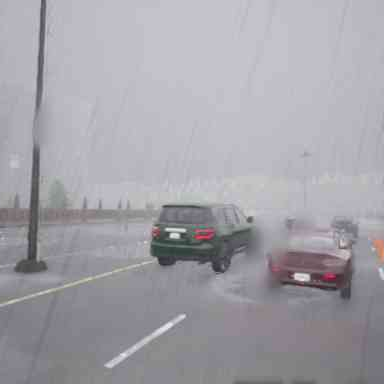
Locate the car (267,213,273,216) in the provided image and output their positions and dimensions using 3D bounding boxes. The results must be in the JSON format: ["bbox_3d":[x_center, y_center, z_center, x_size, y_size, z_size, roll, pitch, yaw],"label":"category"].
[{"bbox_3d":[10.407,3.631,46.761,1.994,1.385,4.181,0,-3,27],"label":"car"}]

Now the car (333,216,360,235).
[{"bbox_3d":[11.669,2.588,25.492,1.837,1.490,4.892,0,-3,27],"label":"car"}]

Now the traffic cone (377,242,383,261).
[{"bbox_3d":[7.369,2.330,12.718,0.340,0.580,0.340,0,-3,27],"label":"traffic cone"}]

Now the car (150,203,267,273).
[{"bbox_3d":[0.732,1.407,11.581,2.150,2.045,5.566,0,-2,27],"label":"car"}]

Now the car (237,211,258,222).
[{"bbox_3d":[8.536,3.694,50.821,1.882,1.535,5.008,0,-3,27],"label":"car"}]

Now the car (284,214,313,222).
[{"bbox_3d":[9.122,2.631,28.210,1.882,1.535,5.008,0,-3,27],"label":"car"}]

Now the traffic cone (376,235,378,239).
[{"bbox_3d":[9.168,2.542,16.284,0.340,0.580,0.340,0,-3,27],"label":"traffic cone"}]

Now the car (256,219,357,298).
[{"bbox_3d":[3.302,1.665,8.904,1.812,1.442,4.674,0,-2,27],"label":"car"}]

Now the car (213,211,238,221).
[{"bbox_3d":[5.341,3.755,52.199,2.033,1.411,5.357,0,-3,27],"label":"car"}]

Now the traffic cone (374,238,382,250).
[{"bbox_3d":[8.268,2.436,14.501,0.340,0.580,0.340,0,-3,27],"label":"traffic cone"}]
